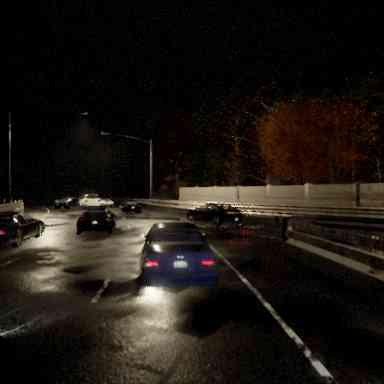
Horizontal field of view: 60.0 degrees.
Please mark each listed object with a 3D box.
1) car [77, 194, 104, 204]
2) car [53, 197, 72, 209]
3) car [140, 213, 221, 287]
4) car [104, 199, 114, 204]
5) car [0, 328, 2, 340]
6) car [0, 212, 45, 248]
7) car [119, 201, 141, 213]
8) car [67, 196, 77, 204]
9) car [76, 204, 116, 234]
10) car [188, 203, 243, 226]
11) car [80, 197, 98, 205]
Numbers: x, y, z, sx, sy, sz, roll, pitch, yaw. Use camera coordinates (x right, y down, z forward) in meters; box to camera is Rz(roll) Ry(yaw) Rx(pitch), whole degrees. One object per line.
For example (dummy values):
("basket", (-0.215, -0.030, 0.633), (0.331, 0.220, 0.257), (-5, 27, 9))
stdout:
("car", (-14.069, 1.336, 45.717), (2.150, 2.045, 5.566), (0, 0, -25))
("car", (-18.411, 1.718, 46.672), (1.895, 1.301, 4.718), (0, 0, -26))
("car", (-0.502, 1.571, 9.476), (2.033, 1.411, 5.357), (0, 0, -6))
("car", (-14.070, 1.733, 53.191), (1.895, 1.301, 4.718), (0, 0, -28))
("car", (-3.586, 1.572, 2.882), (1.994, 1.385, 4.181), (0, 0, -1))
("car", (-8.194, 1.585, 14.839), (2.033, 1.411, 5.357), (0, 0, -9))
("car", (-7.086, 1.658, 37.957), (1.994, 1.385, 4.181), (0, 0, -20))
("car", (-22.893, 1.690, 67.122), (2.128, 1.511, 4.902), (0, 0, -39))
("car", (-5.586, 1.614, 19.694), (1.994, 1.385, 4.181), (0, 0, -11))
("car", (1.518, 1.550, 23.490), (2.128, 1.511, 4.902), (0, 0, -34))
("car", (-19.265, 1.632, 61.791), (1.882, 1.535, 5.008), (0, 0, -33))
